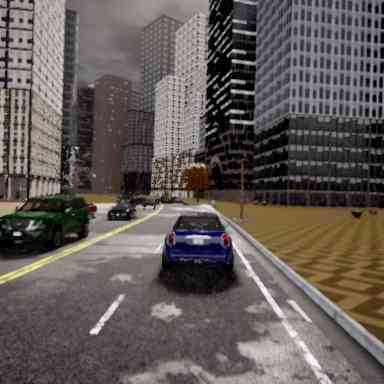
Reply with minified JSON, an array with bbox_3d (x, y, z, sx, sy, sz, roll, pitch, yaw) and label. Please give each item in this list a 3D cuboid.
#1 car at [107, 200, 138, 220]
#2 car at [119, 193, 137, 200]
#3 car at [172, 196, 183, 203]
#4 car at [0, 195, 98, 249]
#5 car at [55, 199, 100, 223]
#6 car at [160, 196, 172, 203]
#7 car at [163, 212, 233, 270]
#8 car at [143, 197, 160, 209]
[{"bbox_3d":[-6.002,1.667,28.967,1.994,1.385,4.181,2,0,1],"label":"car"},{"bbox_3d":[-9.562,1.212,49.987,2.150,2.045,5.566,2,0,-3],"label":"car"},{"bbox_3d":[-3.485,2.199,87.143,1.895,1.301,4.718,2,0,-9],"label":"car"},{"bbox_3d":[-6.286,1.187,14.865,2.150,2.045,5.566,2,0,1],"label":"car"},{"bbox_3d":[-9.270,1.477,27.409,1.882,1.535,5.008,2,0,1],"label":"car"},{"bbox_3d":[-6.755,2.068,87.062,1.994,1.385,4.181,2,0,-9],"label":"car"},{"bbox_3d":[0.234,1.470,11.741,2.097,1.767,4.553,2,-1,1],"label":"car"},{"bbox_3d":[-6.327,1.616,50.176,2.033,1.411,5.357,2,0,-3],"label":"car"}]
